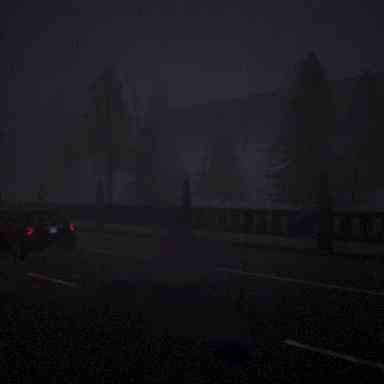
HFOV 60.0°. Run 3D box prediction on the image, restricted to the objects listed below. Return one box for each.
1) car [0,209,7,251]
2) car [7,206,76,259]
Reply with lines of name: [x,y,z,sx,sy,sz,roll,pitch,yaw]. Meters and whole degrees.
car: [-7.785,1.250,9.457,5.566,2.045,2.150,0,0,36]
car: [-6.568,1.381,12.904,4.553,1.767,2.097,0,0,36]
